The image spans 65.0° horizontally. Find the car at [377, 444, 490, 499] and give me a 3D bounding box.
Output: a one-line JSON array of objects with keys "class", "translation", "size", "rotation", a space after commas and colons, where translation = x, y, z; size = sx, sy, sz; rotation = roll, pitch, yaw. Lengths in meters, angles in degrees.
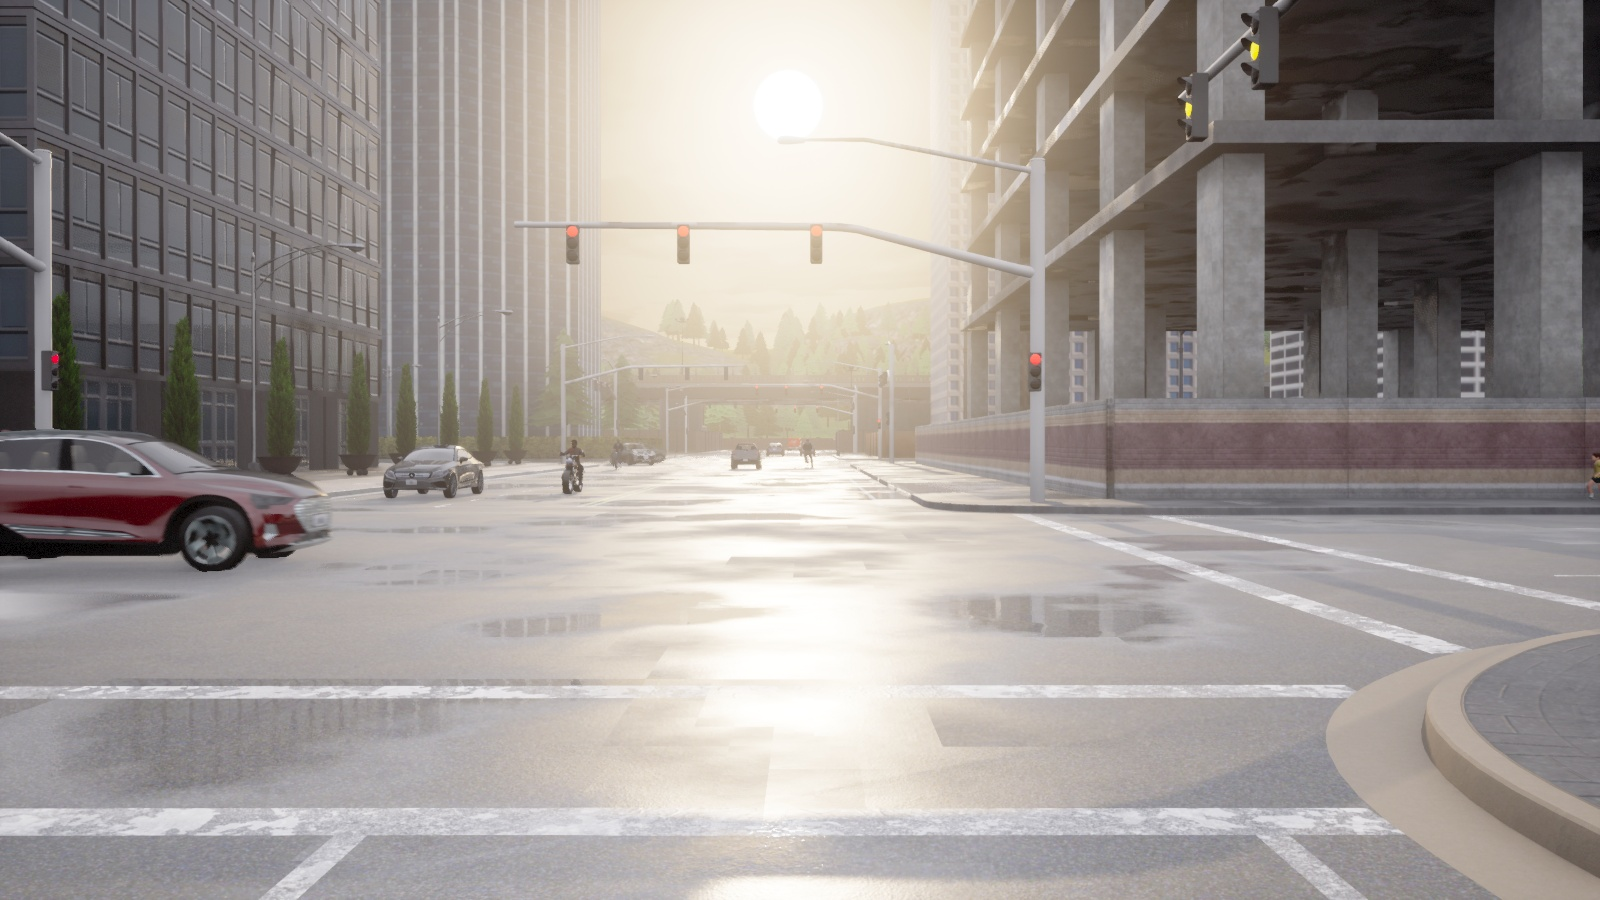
[{"class": "car", "translation": [-10.276, 0.563, 35.566], "size": [1.812, 1.442, 4.674], "rotation": [0, 0, 0]}]

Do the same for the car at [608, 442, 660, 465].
[{"class": "car", "translation": [-11.179, 0.226, 84.437], "size": [1.970, 1.475, 3.806], "rotation": [0, 0, -34]}]

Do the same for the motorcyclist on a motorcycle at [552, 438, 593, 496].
[{"class": "motorcyclist on a motorcycle", "translation": [-6.765, 0.480, 37.403], "size": [0.766, 1.649, 2.350], "rotation": [0, 0, 0]}]

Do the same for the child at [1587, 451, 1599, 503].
[{"class": "child", "translation": [17.274, 0.587, 27.114], "size": [0.394, 1.110, 0.255], "rotation": [0, 0, 6]}]

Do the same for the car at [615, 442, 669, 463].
[{"class": "car", "translation": [-11.818, 0.186, 93.861], "size": [3.705, 1.549, 1.789], "rotation": [0, 1, -18]}]

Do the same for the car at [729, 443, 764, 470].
[{"class": "car", "translation": [-3.061, 0.351, 72.112], "size": [1.845, 1.501, 3.633], "rotation": [0, 0, 0]}]

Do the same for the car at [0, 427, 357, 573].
[{"class": "car", "translation": [-8.129, 0.555, 15.142], "size": [4.856, 1.649, 2.033], "rotation": [0, 0, -1]}]
